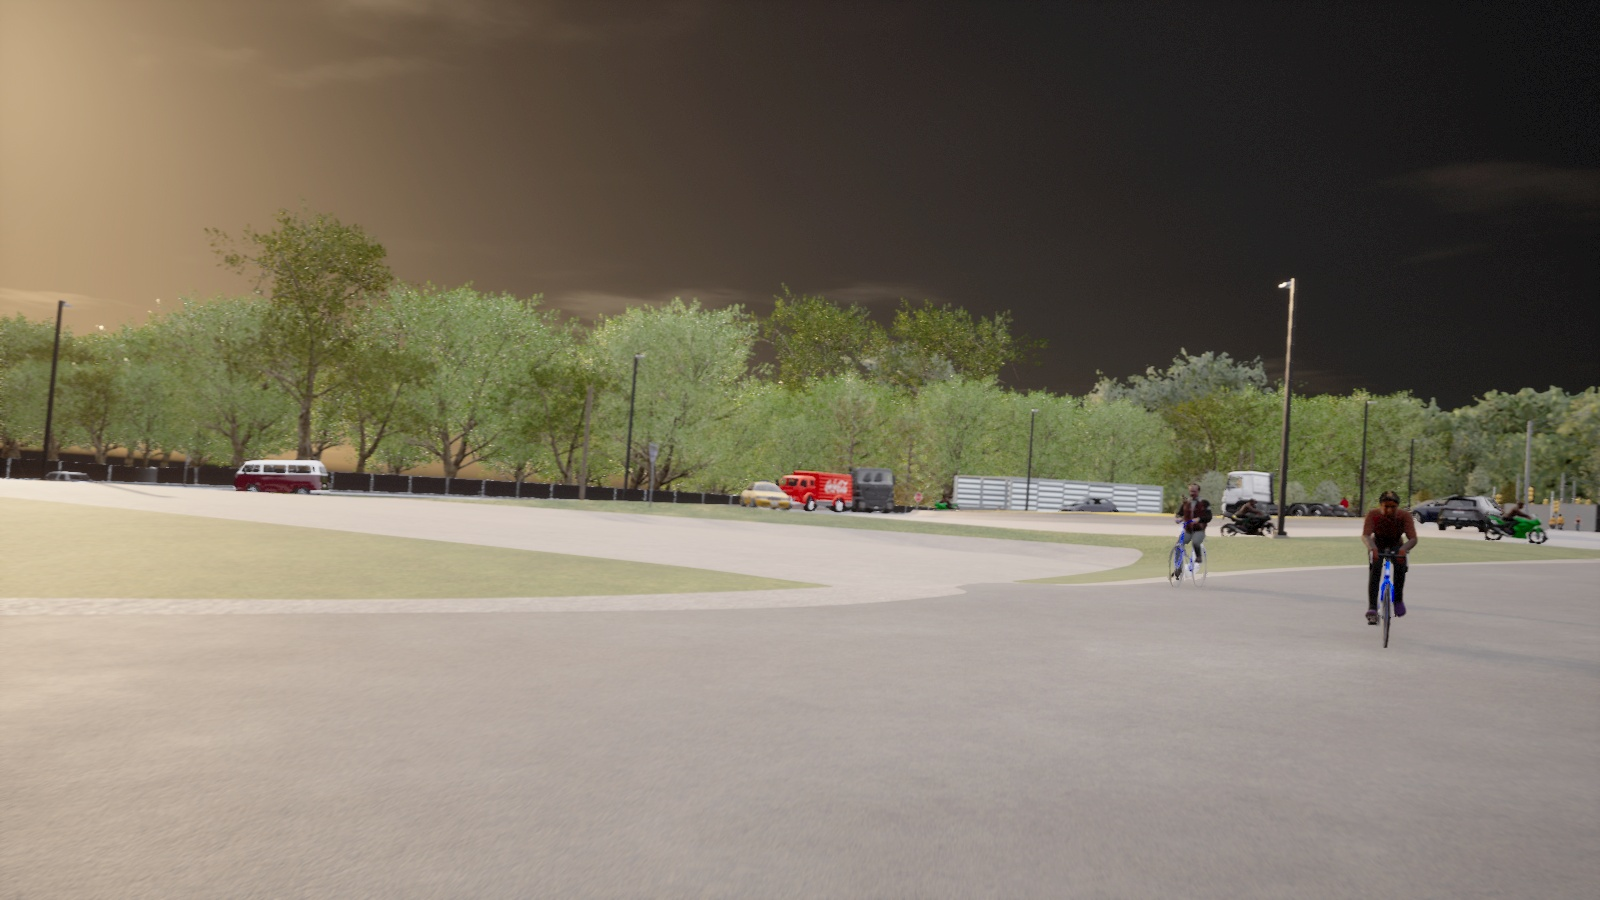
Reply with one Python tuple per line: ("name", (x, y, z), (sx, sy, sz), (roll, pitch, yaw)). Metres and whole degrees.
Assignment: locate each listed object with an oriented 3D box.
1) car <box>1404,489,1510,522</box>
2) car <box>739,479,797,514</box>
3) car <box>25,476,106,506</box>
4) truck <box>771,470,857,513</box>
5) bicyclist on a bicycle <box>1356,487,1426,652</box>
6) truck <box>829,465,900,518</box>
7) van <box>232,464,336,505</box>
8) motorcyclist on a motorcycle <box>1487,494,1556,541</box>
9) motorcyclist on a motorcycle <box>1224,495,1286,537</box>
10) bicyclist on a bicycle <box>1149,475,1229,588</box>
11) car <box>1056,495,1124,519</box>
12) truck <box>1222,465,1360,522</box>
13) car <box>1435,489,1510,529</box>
("car", (35.159, 2.949, 67.331), (2.242, 1.667, 4.611), (3, -2, -24))
("car", (-1.643, 2.288, 62.583), (1.801, 1.575, 5.366), (4, -3, -12))
("car", (-39.938, 2.233, 68.297), (3.806, 1.475, 1.970), (1, -4, 28))
("truck", (0.931, 2.624, 78.633), (2.627, 2.467, 5.204), (1, -2, 39))
("bicyclist on a bicycle", (6.283, 1.218, 13.402), (0.582, 1.620, 1.656), (1, -1, 24))
("truck", (4.676, 3.161, 93.171), (2.891, 3.462, 7.936), (2, -5, -15))
("van", (-26.601, 1.778, 64.846), (4.480, 2.038, 2.069), (1, -2, -3))
("motorcyclist on a motorcycle", (26.054, 2.432, 45.392), (2.044, 1.523, 0.797), (3, -3, 27))
("motorcyclist on a motorcycle", (16.790, 2.433, 46.378), (2.044, 1.523, 0.797), (-1, -3, 12))
("bicyclist on a bicycle", (6.483, 1.375, 20.883), (0.659, 1.776, 1.843), (0, -5, 36))
("car", (19.571, 3.862, 84.739), (4.193, 1.474, 1.816), (1, -6, -26))
("truck", (32.101, 2.869, 82.407), (2.891, 3.462, 7.936), (6, -5, -40))
("car", (30.629, 2.652, 57.145), (2.033, 1.649, 4.856), (2, 0, 40))
